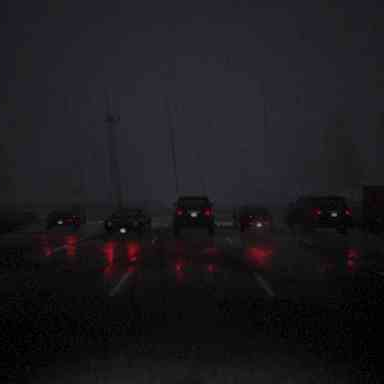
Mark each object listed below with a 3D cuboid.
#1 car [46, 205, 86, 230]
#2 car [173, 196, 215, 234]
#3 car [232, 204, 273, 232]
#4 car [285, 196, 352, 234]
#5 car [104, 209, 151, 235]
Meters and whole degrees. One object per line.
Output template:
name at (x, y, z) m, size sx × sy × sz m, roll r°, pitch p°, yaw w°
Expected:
car at (-7.895, 1.526, 21.097) m, size 1.812 × 1.442 × 4.674 m, roll 0°, pitch 0°, yaw -11°
car at (0.096, 1.223, 19.212) m, size 2.150 × 2.045 × 5.566 m, roll 0°, pitch 0°, yaw 0°
car at (3.596, 1.507, 20.210) m, size 1.837 × 1.490 × 4.892 m, roll 0°, pitch 0°, yaw 0°
car at (7.096, 1.223, 19.261) m, size 2.150 × 2.045 × 5.566 m, roll 0°, pitch 0°, yaw 0°
car at (-3.404, 1.602, 18.591) m, size 1.895 × 1.301 × 4.718 m, roll 0°, pitch 0°, yaw 0°
